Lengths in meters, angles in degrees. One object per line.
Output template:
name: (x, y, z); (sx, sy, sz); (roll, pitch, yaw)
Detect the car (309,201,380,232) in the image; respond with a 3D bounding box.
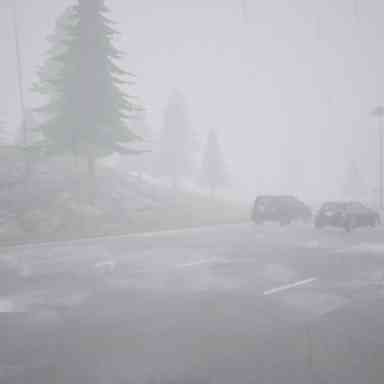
car: (9.412, 1.314, 20.034); (4.553, 1.767, 2.097); (0, 0, -38)

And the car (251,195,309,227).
car: (6.241, 1.223, 22.985); (2.150, 2.045, 5.566); (0, 0, 42)
